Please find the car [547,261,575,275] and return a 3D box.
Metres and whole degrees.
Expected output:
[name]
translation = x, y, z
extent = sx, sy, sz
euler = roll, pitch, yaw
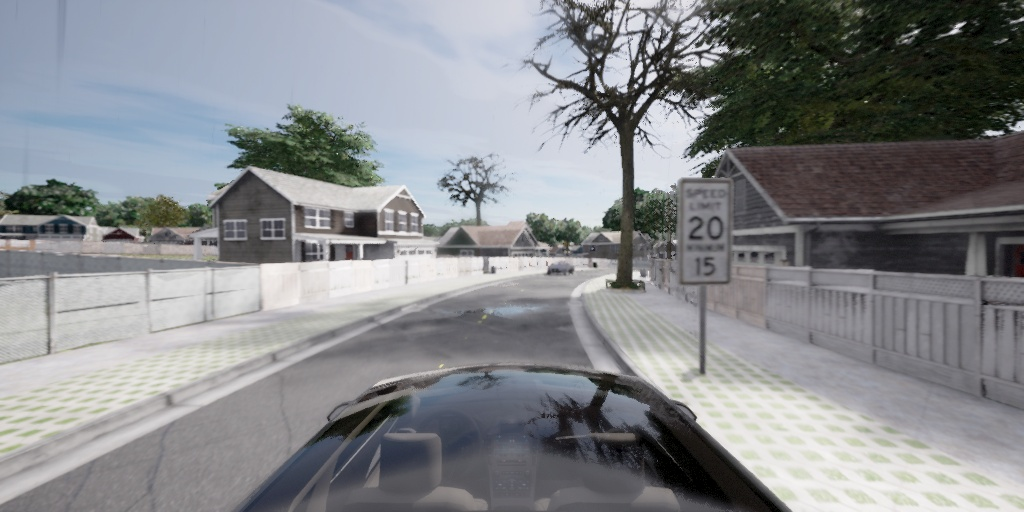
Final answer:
[car]
translation = 5.041, 1.224, 36.714
extent = 1.994, 1.385, 4.181
euler = 1, 0, 25
